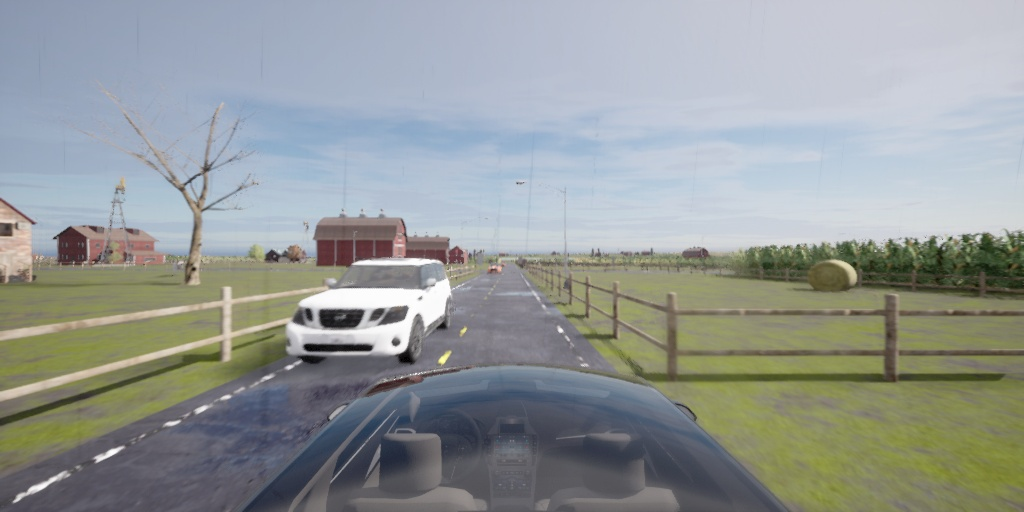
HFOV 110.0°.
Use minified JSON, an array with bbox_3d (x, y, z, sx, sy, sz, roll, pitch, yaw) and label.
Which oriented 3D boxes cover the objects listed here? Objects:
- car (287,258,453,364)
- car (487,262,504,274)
[{"bbox_3d":[-2.866,1.064,8.687,2.150,2.045,5.566,0,-1,0],"label":"car"},{"bbox_3d":[-2.763,1.862,57.052,2.097,1.767,4.553,0,-1,0],"label":"car"}]
